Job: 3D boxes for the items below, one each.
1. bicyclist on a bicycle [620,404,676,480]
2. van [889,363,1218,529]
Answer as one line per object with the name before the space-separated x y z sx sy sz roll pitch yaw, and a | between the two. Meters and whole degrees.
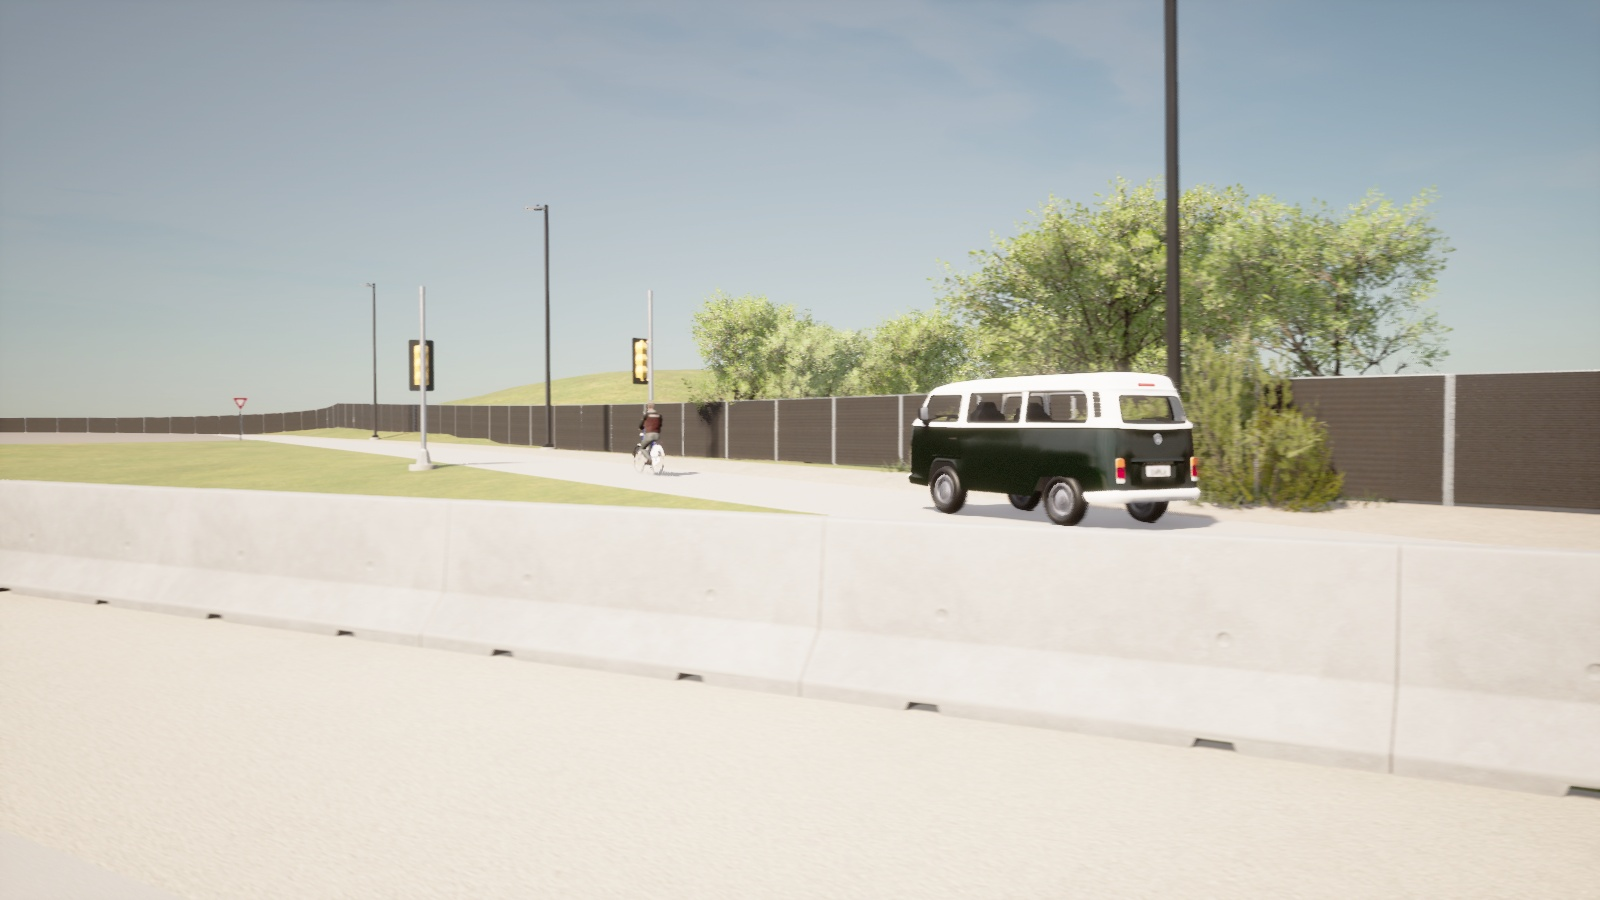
bicyclist on a bicycle | -3.660 -0.207 30.184 0.659 1.776 1.843 -2 2 -29
van | 3.441 -0.112 17.911 2.069 2.038 4.480 -2 2 -32
